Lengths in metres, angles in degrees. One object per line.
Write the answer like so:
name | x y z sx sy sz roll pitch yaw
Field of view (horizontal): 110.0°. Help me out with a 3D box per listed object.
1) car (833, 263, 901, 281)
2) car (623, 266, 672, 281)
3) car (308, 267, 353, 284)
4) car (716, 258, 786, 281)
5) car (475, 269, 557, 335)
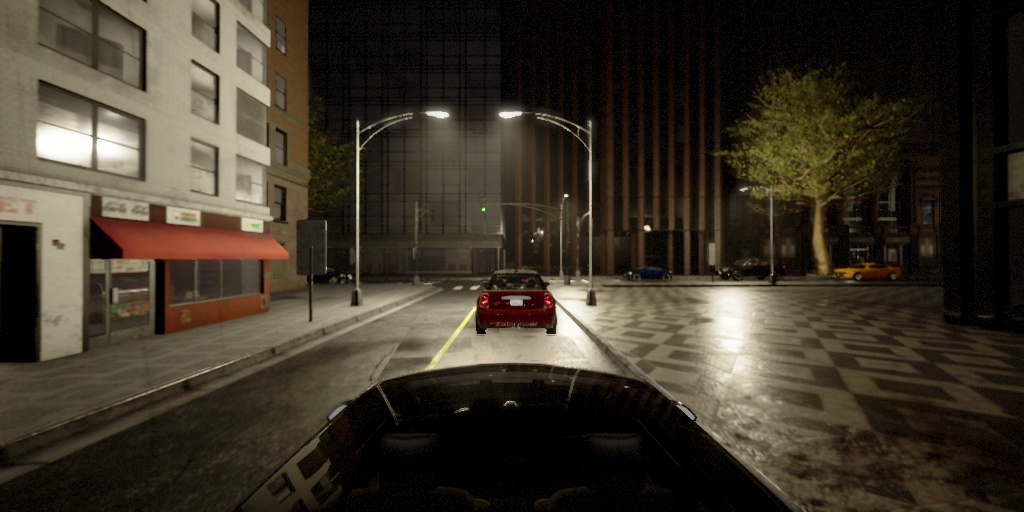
car | 32.100 1.423 32.495 5.008 1.535 1.882 0 0 0
car | 12.264 1.566 32.577 4.181 1.385 1.994 0 0 0
car | -15.723 1.583 29.478 4.902 1.511 2.128 0 0 0
car | 21.649 1.192 32.538 5.566 2.045 2.150 0 0 0
car | 0.110 1.193 10.953 2.097 1.767 4.553 0 -1 0
